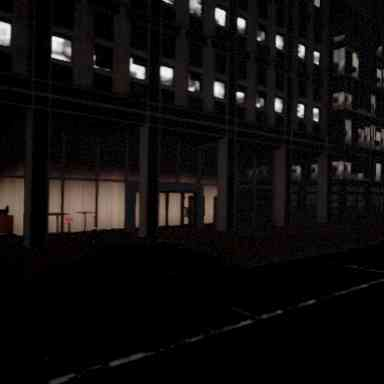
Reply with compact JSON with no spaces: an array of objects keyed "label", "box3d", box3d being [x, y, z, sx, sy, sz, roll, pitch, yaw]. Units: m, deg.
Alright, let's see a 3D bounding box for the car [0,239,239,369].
[{"label":"car","box3d":[-1.075,1.575,5.780,4.313,1.339,1.947,0,1,-36]}]
